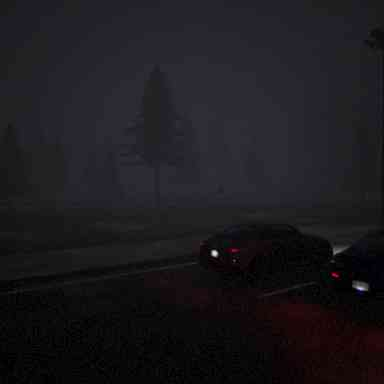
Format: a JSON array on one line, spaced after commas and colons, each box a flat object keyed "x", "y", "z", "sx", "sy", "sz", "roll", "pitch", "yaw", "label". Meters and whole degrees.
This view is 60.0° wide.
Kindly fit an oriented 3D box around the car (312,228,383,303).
[{"x": 4.891, "y": 1.487, "z": 7.267, "sx": 4.674, "sy": 1.442, "sz": 1.812, "roll": 0, "pitch": 0, "yaw": -35, "label": "car"}]

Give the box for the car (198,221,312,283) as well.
[{"x": 2.220, "y": 1.530, "z": 9.662, "sx": 4.181, "sy": 1.385, "sz": 1.994, "roll": 0, "pitch": 0, "yaw": -35, "label": "car"}]
